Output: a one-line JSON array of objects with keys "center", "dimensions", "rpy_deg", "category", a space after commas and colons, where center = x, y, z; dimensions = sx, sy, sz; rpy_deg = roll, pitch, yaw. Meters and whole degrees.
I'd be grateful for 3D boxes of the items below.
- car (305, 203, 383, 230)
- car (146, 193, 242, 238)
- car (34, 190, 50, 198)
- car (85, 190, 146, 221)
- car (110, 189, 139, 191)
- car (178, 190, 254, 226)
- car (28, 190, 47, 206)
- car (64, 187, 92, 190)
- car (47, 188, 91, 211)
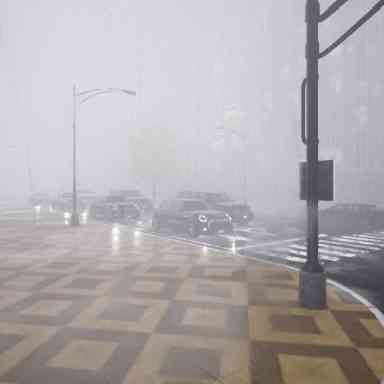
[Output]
[{"center": [9.449, 1.366, 19.770], "dimensions": [2.033, 1.411, 5.357], "rpy_deg": [0, 1, -35], "category": "car"}, {"center": [-0.072, 1.124, 16.499], "dimensions": [2.097, 1.767, 4.553], "rpy_deg": [0, 1, -38], "category": "car"}, {"center": [-28.753, 0.281, 63.747], "dimensions": [1.812, 1.442, 4.674], "rpy_deg": [0, 1, -38], "category": "car"}, {"center": [-5.488, 0.965, 23.342], "dimensions": [2.097, 1.767, 4.553], "rpy_deg": [0, 1, -38], "category": "car"}, {"center": [-5.507, 0.754, 28.616], "dimensions": [2.150, 2.045, 5.566], "rpy_deg": [0, 1, -38], "category": "car"}, {"center": [1.118, 0.950, 20.194], "dimensions": [2.150, 2.045, 5.566], "rpy_deg": [0, 1, -40], "category": "car"}, {"center": [-17.838, 0.771, 39.079], "dimensions": [1.812, 1.442, 4.674], "rpy_deg": [0, 1, -38], "category": "car"}, {"center": [-12.127, 0.558, 37.051], "dimensions": [2.150, 2.045, 5.566], "rpy_deg": [0, 1, -37], "category": "car"}, {"center": [-11.522, 0.786, 31.004], "dimensions": [2.097, 1.767, 4.553], "rpy_deg": [0, 1, -38], "category": "car"}]
